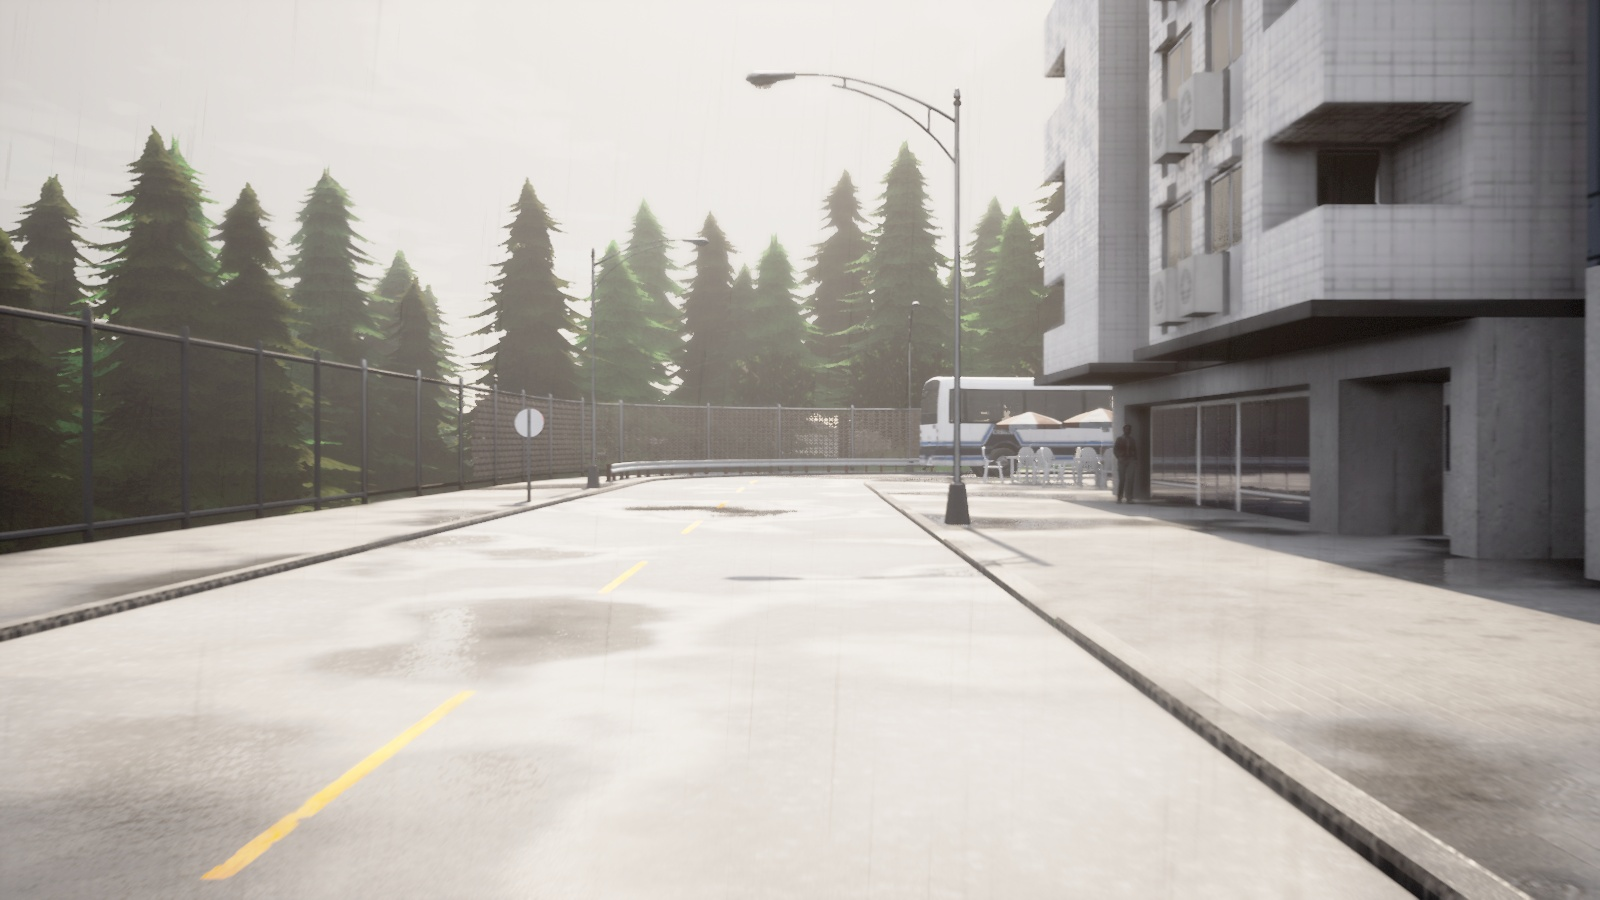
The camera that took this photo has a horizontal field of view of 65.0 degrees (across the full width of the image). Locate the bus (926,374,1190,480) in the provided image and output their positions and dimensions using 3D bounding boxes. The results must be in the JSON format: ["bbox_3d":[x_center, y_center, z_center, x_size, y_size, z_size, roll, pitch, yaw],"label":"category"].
[{"bbox_3d":[10.842,-0.922,53.335,10.273,4.253,3.944,0,0,-9],"label":"bus"}]

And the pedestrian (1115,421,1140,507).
[{"bbox_3d":[7.418,0.319,28.448,0.402,1.930,0.666,0,0,0],"label":"pedestrian"}]
